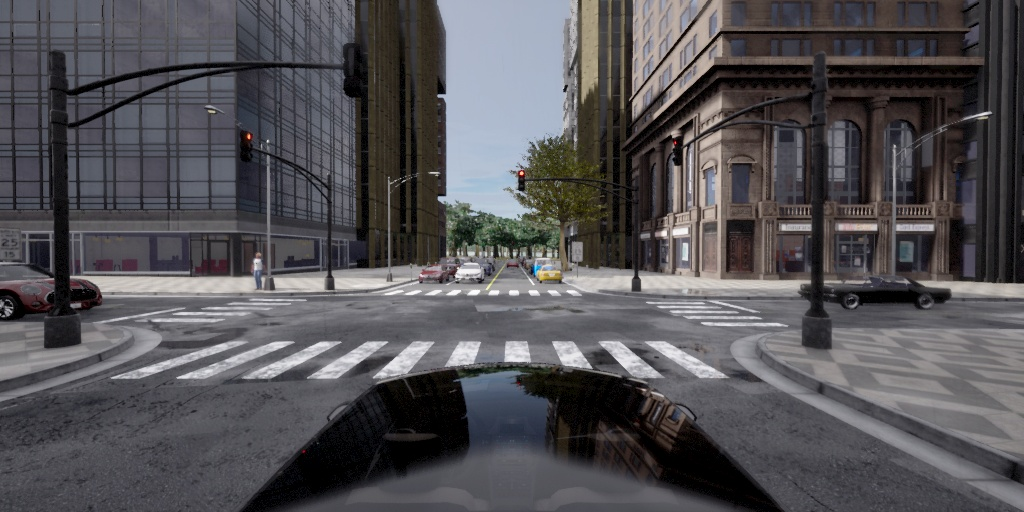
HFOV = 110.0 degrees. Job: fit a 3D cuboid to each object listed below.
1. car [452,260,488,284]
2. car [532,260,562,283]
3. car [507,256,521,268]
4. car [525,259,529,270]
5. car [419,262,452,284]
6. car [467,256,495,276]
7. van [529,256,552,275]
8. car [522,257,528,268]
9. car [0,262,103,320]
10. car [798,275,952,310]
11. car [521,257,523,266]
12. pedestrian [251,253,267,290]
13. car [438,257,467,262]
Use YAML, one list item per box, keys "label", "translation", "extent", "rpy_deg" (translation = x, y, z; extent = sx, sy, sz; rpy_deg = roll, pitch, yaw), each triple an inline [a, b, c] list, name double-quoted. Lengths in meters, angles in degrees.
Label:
- label: "car"
  translation: [-3.094, 1.255, 27.170]
  extent: [1.812, 1.442, 4.674]
  rpy_deg: [0, 0, 0]
- label: "car"
  translation: [2.765, 1.255, 27.104]
  extent: [1.751, 1.417, 4.829]
  rpy_deg: [0, 0, 0]
- label: "car"
  translation: [0.113, 1.220, 60.442]
  extent: [1.994, 1.385, 4.181]
  rpy_deg: [0, 0, 0]
- label: "car"
  translation: [2.767, 1.276, 38.294]
  extent: [1.948, 1.339, 4.313]
  rpy_deg: [0, 0, 0]
- label: "car"
  translation: [-5.760, 1.311, 26.926]
  extent: [1.802, 1.307, 4.207]
  rpy_deg: [0, 0, 0]
- label: "car"
  translation: [-3.094, 1.067, 36.050]
  extent: [2.097, 1.767, 4.553]
  rpy_deg: [0, 0, 0]
- label: "van"
  translation: [2.766, 1.061, 32.614]
  extent: [1.690, 1.789, 3.998]
  rpy_deg: [0, 0, 0]
- label: "car"
  translation: [2.768, 1.210, 49.823]
  extent: [1.751, 1.417, 4.829]
  rpy_deg: [0, 0, 0]
- label: "car"
  translation: [-16.270, 0.991, 11.518]
  extent: [4.553, 1.767, 2.097]
  rpy_deg: [1, 1, 0]
- label: "car"
  translation: [14.711, 1.444, 14.777]
  extent: [4.718, 1.301, 1.895]
  rpy_deg: [0, 1, 0]
- label: "car"
  translation: [2.769, 1.215, 55.332]
  extent: [1.888, 1.381, 4.507]
  rpy_deg: [0, 0, 0]
- label: "pedestrian"
  translation: [-12.521, 0.741, 17.756]
  extent: [0.375, 1.860, 0.375]
  rpy_deg: [0, 0, 0]
- label: "car"
  translation: [-5.759, 1.035, 32.607]
  extent: [2.192, 1.841, 5.009]
  rpy_deg: [0, 0, 0]
